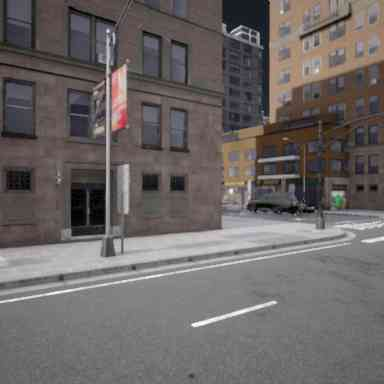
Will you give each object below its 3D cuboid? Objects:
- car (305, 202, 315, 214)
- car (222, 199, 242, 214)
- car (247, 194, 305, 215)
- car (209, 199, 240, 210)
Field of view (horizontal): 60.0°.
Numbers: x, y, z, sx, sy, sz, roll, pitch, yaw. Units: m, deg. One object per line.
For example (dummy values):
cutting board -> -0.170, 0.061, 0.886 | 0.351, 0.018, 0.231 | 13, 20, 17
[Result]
car -> 10.549, 1.565, 34.312 | 1.947, 1.339, 4.313 | 0, 0, -35
car -> 3.123, 1.580, 35.305 | 1.895, 1.301, 4.718 | 0, 0, -35
car -> 8.078, 1.212, 33.442 | 2.150, 2.045, 5.566 | 0, 0, -36
car -> 4.182, 1.579, 43.311 | 1.802, 1.307, 4.206 | 0, 0, -35
